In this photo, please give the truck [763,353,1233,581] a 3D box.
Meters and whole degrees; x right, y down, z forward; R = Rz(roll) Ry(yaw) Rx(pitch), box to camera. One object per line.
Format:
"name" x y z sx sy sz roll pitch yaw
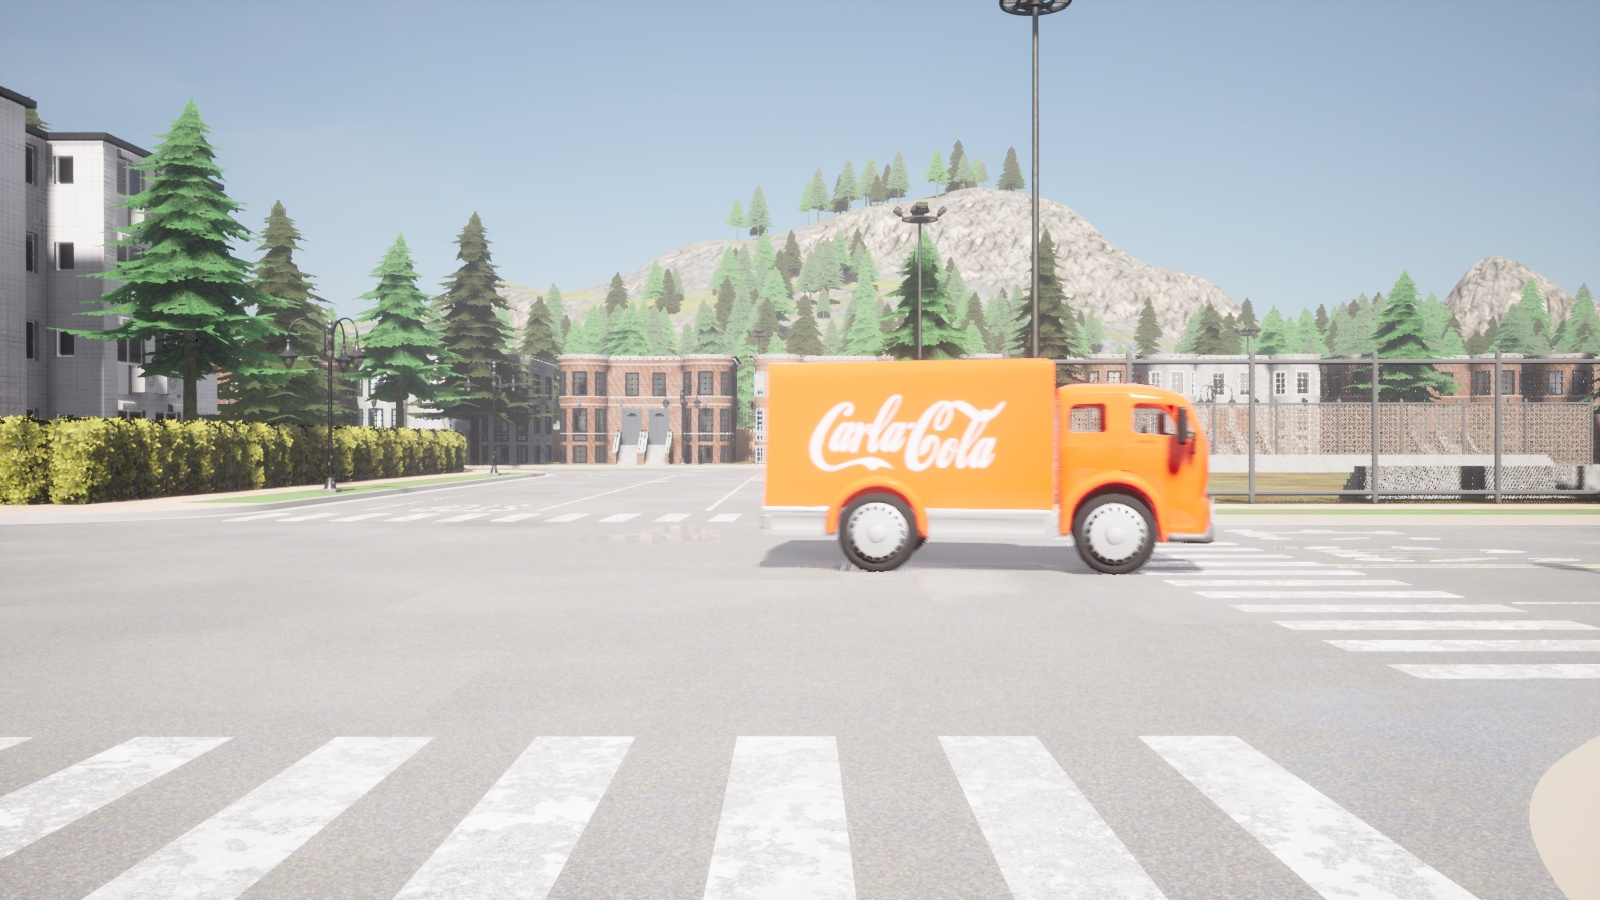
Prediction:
"truck" 2.368 0.175 15.352 5.204 2.467 2.627 0 0 10
